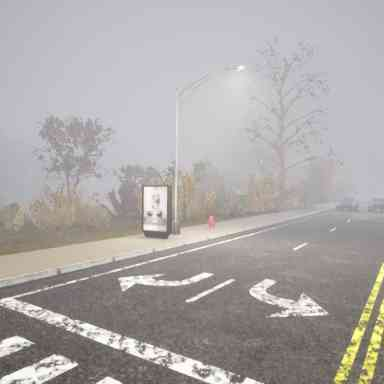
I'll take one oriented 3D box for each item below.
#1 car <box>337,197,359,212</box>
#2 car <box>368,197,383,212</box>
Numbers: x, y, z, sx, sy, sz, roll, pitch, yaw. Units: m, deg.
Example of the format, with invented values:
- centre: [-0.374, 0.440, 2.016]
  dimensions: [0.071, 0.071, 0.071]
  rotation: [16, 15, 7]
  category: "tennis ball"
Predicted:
- centre: [18.659, 1.390, 39.780]
  dimensions: [2.097, 1.767, 4.553]
  rotation: [0, 0, 30]
  category: "car"
- centre: [21.463, 1.393, 38.137]
  dimensions: [2.097, 1.767, 4.553]
  rotation: [0, 0, 30]
  category: "car"
